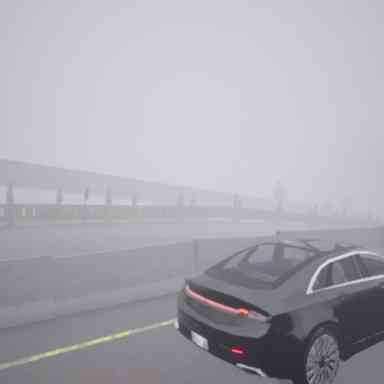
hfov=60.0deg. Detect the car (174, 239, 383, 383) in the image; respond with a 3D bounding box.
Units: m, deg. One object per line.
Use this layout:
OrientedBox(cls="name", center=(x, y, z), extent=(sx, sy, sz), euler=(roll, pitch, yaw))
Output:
OrientedBox(cls="car", center=(2.062, 1.504, 5.221), extent=(4.902, 1.511, 2.128), euler=(1, 0, -36))
